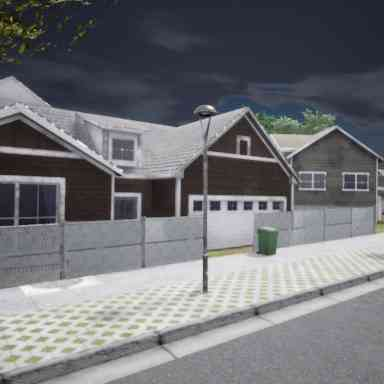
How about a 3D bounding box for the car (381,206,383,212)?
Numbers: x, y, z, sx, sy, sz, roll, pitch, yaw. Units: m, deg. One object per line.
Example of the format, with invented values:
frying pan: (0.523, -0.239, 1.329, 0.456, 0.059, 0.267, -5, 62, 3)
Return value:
car: (25.958, 2.227, 48.792, 1.837, 1.490, 4.892, 1, -2, -6)
